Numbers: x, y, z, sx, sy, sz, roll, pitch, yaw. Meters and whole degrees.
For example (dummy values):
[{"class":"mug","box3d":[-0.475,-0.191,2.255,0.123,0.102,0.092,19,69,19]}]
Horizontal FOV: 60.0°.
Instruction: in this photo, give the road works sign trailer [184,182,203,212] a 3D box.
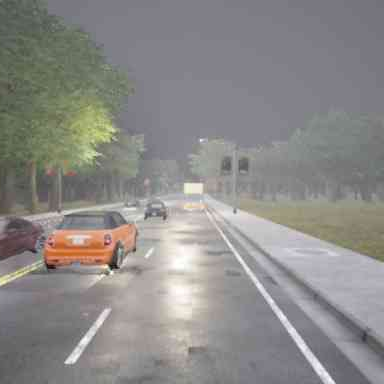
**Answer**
[{"class":"road works sign trailer","box3d":[0.176,0.616,40.751,2.380,3.560,2.880,0,0,1]}]

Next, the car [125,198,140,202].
[{"class":"car","box3d":[-9.508,1.672,53.212,2.128,1.511,4.902,0,0,1]}]

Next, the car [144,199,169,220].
[{"class":"car","box3d":[-3.051,1.641,29.312,1.812,1.442,4.674,0,0,0]}]

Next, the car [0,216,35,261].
[{"class":"car","box3d":[-6.582,1.570,11.100,1.812,1.442,4.674,0,0,0]}]

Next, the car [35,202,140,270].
[{"class":"car","box3d":[-3.130,1.397,11.313,2.097,1.767,4.553,0,0,0]}]
